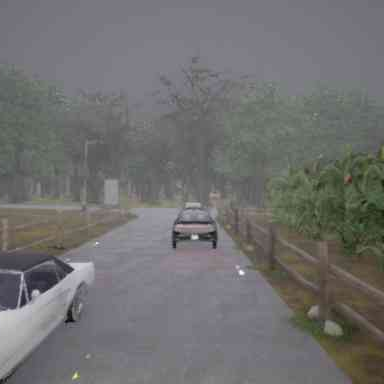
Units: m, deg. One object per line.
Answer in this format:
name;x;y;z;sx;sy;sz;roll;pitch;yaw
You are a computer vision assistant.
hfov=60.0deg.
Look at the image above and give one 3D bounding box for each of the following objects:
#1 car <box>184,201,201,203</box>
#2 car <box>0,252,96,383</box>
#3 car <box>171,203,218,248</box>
car;0.045;1.470;25.364;1.837;1.490;4.892;0;0;-1
car;-2.854;1.594;4.390;1.895;1.301;4.718;0;0;0
car;0.101;1.471;14.719;2.128;1.511;4.902;0;0;0
